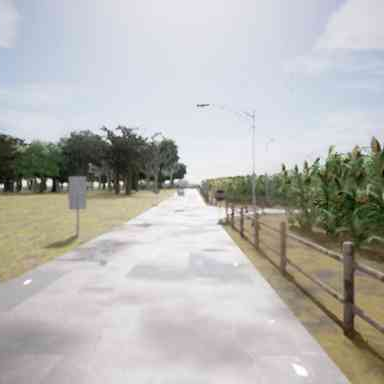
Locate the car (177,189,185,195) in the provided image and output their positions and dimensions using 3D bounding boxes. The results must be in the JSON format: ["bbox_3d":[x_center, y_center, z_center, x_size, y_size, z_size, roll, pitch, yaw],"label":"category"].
[{"bbox_3d":[-2.727,-0.057,81.247,2.033,1.411,5.357,0,2,0],"label":"car"}]
